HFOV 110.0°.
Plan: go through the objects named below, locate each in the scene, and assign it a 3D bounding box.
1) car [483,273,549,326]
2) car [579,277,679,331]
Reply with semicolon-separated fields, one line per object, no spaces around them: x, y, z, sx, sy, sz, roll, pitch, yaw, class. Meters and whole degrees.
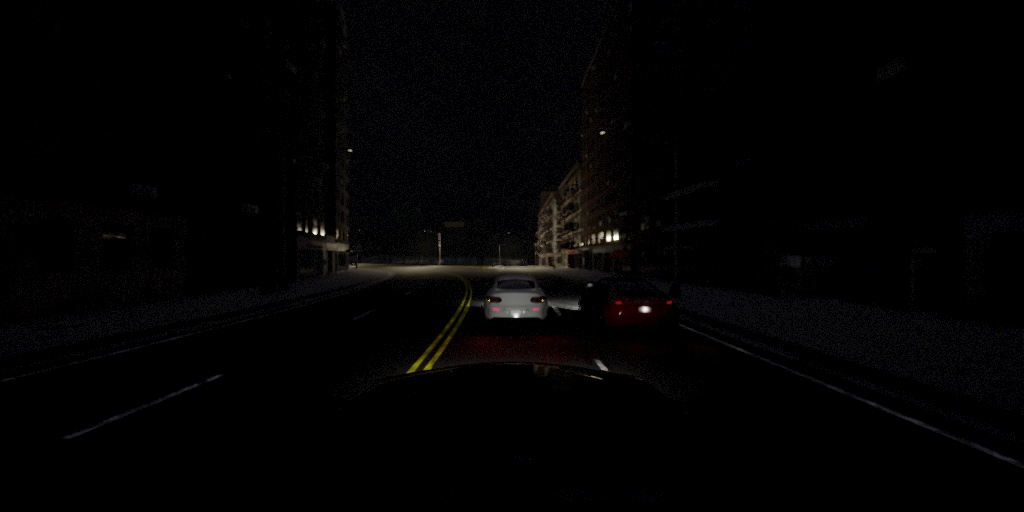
0.107;1.276;11.478;1.812;1.442;4.674;0;0;0;car
3.354;1.316;11.030;1.994;1.385;4.181;0;0;0;car
